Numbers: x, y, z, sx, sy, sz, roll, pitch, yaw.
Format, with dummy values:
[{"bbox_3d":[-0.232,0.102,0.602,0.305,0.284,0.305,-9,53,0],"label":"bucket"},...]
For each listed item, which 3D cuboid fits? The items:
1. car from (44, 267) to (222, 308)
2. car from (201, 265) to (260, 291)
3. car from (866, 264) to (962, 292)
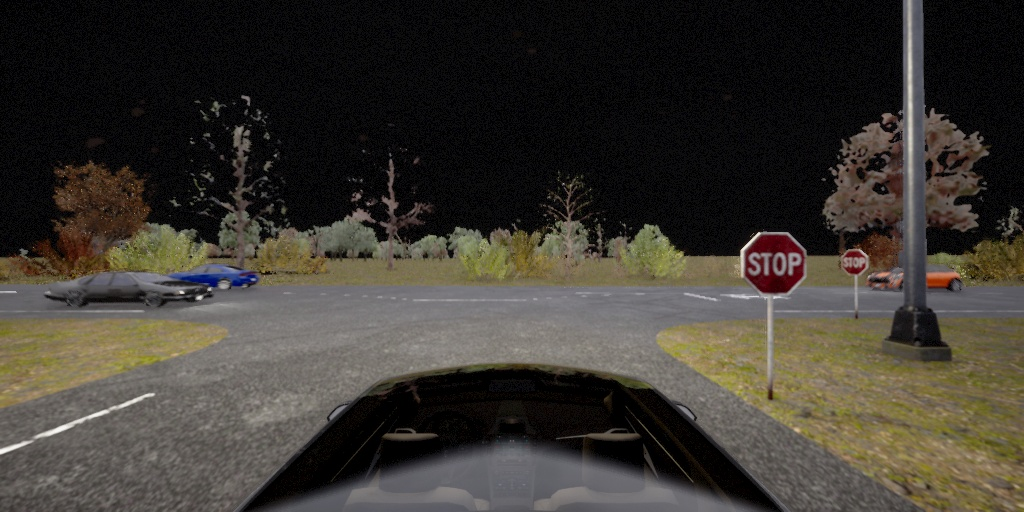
[{"bbox_3d":[-15.639,1.328,14.814,5.357,1.411,2.033,0,0,-1],"label":"car"},{"bbox_3d":[-18.196,1.279,21.749,5.008,1.535,1.882,0,0,-2],"label":"car"},{"bbox_3d":[25.632,1.315,22.984,4.553,1.767,2.097,0,0,-2],"label":"car"}]
